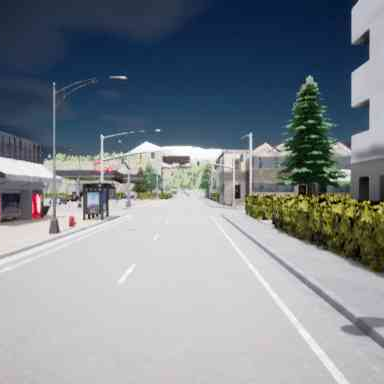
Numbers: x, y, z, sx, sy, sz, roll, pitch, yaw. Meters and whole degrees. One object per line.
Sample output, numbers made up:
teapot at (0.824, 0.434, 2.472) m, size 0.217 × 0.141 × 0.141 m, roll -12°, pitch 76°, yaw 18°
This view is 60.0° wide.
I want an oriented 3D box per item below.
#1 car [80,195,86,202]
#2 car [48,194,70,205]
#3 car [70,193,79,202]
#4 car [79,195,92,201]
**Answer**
car at (-18.922, 1.460, 62.989) m, size 2.007 × 1.523 × 4.514 m, roll 0°, pitch 0°, yaw 0°
car at (-22.566, 1.393, 55.930) m, size 1.970 × 1.475 × 3.806 m, roll 0°, pitch 0°, yaw 0°
car at (-25.891, 1.260, 72.981) m, size 1.932 × 1.855 × 4.605 m, roll 0°, pitch 0°, yaw 0°
car at (-25.952, 1.525, 81.460) m, size 1.970 × 1.475 × 3.806 m, roll 0°, pitch 0°, yaw 0°
